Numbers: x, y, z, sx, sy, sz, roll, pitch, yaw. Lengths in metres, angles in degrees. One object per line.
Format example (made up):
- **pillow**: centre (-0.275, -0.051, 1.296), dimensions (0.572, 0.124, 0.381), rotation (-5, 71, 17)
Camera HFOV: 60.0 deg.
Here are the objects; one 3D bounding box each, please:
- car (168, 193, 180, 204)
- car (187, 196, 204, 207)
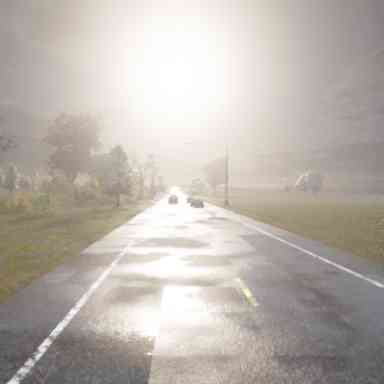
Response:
- **car**: centre (-3.395, 1.262, 61.611), dimensions (2.097, 1.767, 4.553), rotation (1, 0, -3)
- **car**: centre (0.723, 1.555, 52.270), dimensions (1.994, 1.385, 4.181), rotation (1, 0, -3)
